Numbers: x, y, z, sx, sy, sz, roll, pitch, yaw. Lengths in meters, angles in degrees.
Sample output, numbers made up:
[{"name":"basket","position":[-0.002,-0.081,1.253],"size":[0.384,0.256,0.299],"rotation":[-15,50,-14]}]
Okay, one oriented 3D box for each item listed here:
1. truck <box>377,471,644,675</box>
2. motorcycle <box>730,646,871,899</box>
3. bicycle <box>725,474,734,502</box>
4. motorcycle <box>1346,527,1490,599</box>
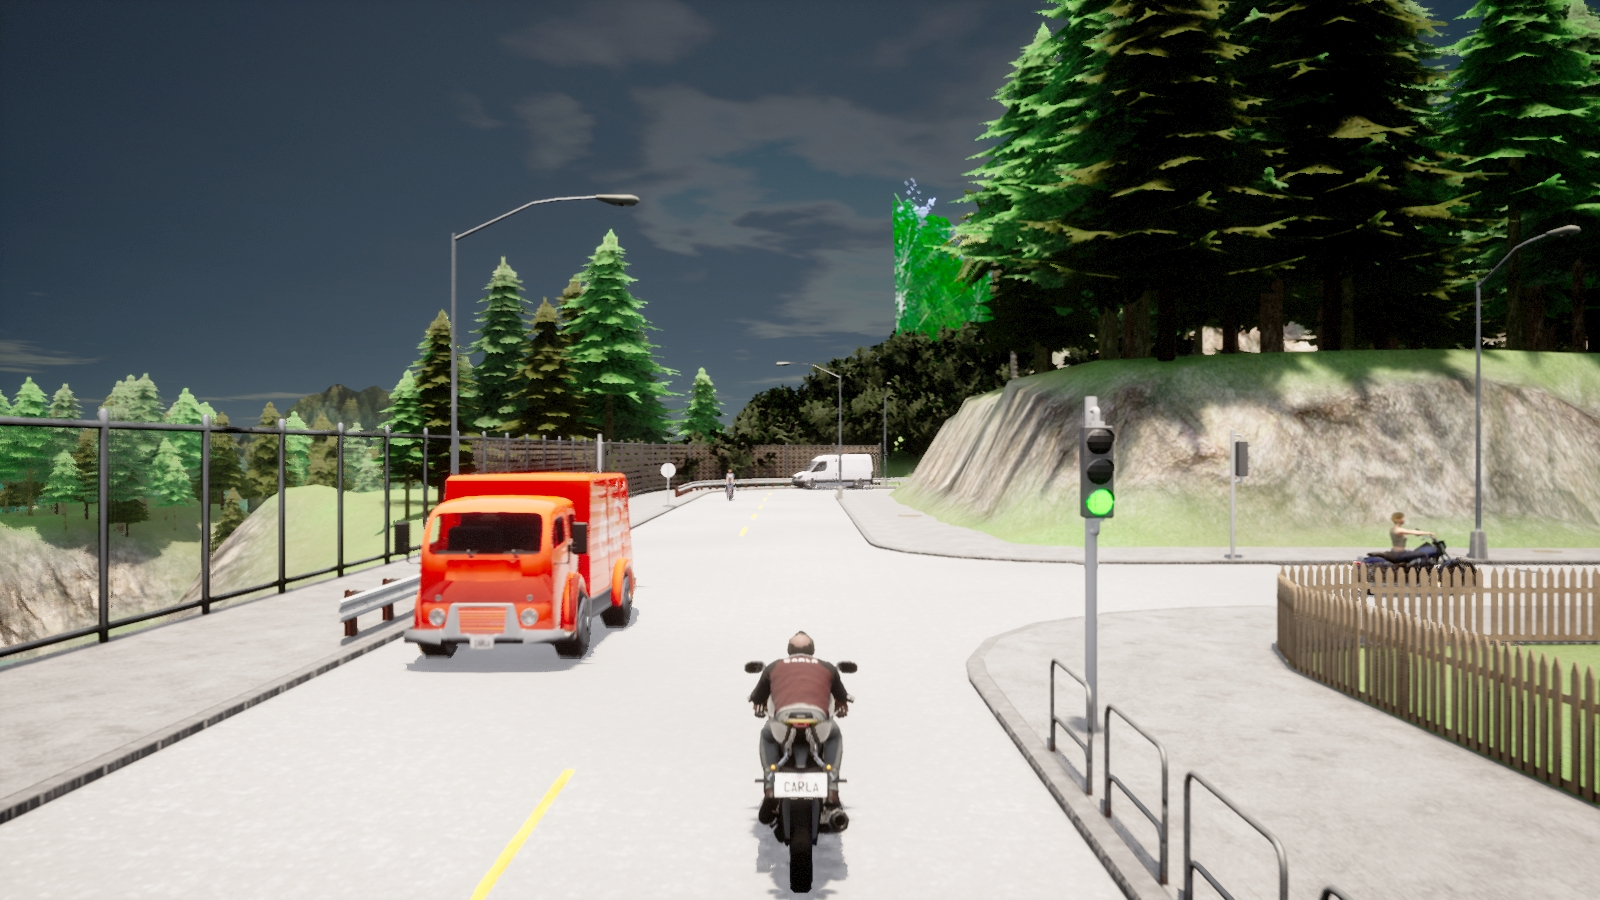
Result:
[{"name":"truck","position":[-3.983,1.581,16.903],"size":[2.627,2.467,5.204],"rotation":[0,0,0]},{"name":"motorcycle","position":[0.006,2.211,8.129],"size":[0.867,1.251,2.209],"rotation":[0,0,0]},{"name":"bicycle","position":[-3.861,2.100,62.984],"size":[0.373,1.496,1.643],"rotation":[0,0,1]},{"name":"motorcycle","position":[11.923,2.170,22.091],"size":[2.356,1.307,0.764],"rotation":[0,0,0]}]
